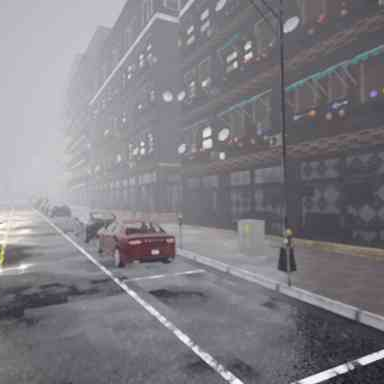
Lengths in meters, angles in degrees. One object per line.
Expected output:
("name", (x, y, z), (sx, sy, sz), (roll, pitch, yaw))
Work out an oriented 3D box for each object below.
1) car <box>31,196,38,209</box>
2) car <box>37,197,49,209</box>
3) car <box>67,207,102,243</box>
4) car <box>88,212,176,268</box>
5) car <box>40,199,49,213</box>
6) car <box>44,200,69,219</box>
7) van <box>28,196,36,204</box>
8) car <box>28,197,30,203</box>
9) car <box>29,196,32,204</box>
("car", (-22.720, 1.643, 50.604), (2.192, 1.841, 5.009), (1, -1, -28))
("car", (-17.531, 1.689, 40.833), (1.967, 1.590, 4.097), (1, -1, -28))
("car", (-4.657, 1.625, 16.359), (2.008, 1.369, 4.403), (1, -1, -28))
("car", (-2.080, 1.589, 11.464), (1.887, 1.381, 4.507), (1, -1, -28))
("car", (-14.962, 1.755, 35.934), (1.887, 1.381, 4.507), (1, -1, -28))
("car", (-12.386, 1.718, 31.041), (1.887, 1.381, 4.507), (1, -1, -28))
("van", (-40.759, 2.008, 84.863), (1.690, 1.788, 3.998), (1, -1, -28))
("car", (-33.031, 2.092, 70.177), (1.802, 1.307, 4.206), (1, -1, -28))
("car", (-27.876, 1.856, 60.391), (1.967, 1.590, 4.097), (1, -1, -28))
